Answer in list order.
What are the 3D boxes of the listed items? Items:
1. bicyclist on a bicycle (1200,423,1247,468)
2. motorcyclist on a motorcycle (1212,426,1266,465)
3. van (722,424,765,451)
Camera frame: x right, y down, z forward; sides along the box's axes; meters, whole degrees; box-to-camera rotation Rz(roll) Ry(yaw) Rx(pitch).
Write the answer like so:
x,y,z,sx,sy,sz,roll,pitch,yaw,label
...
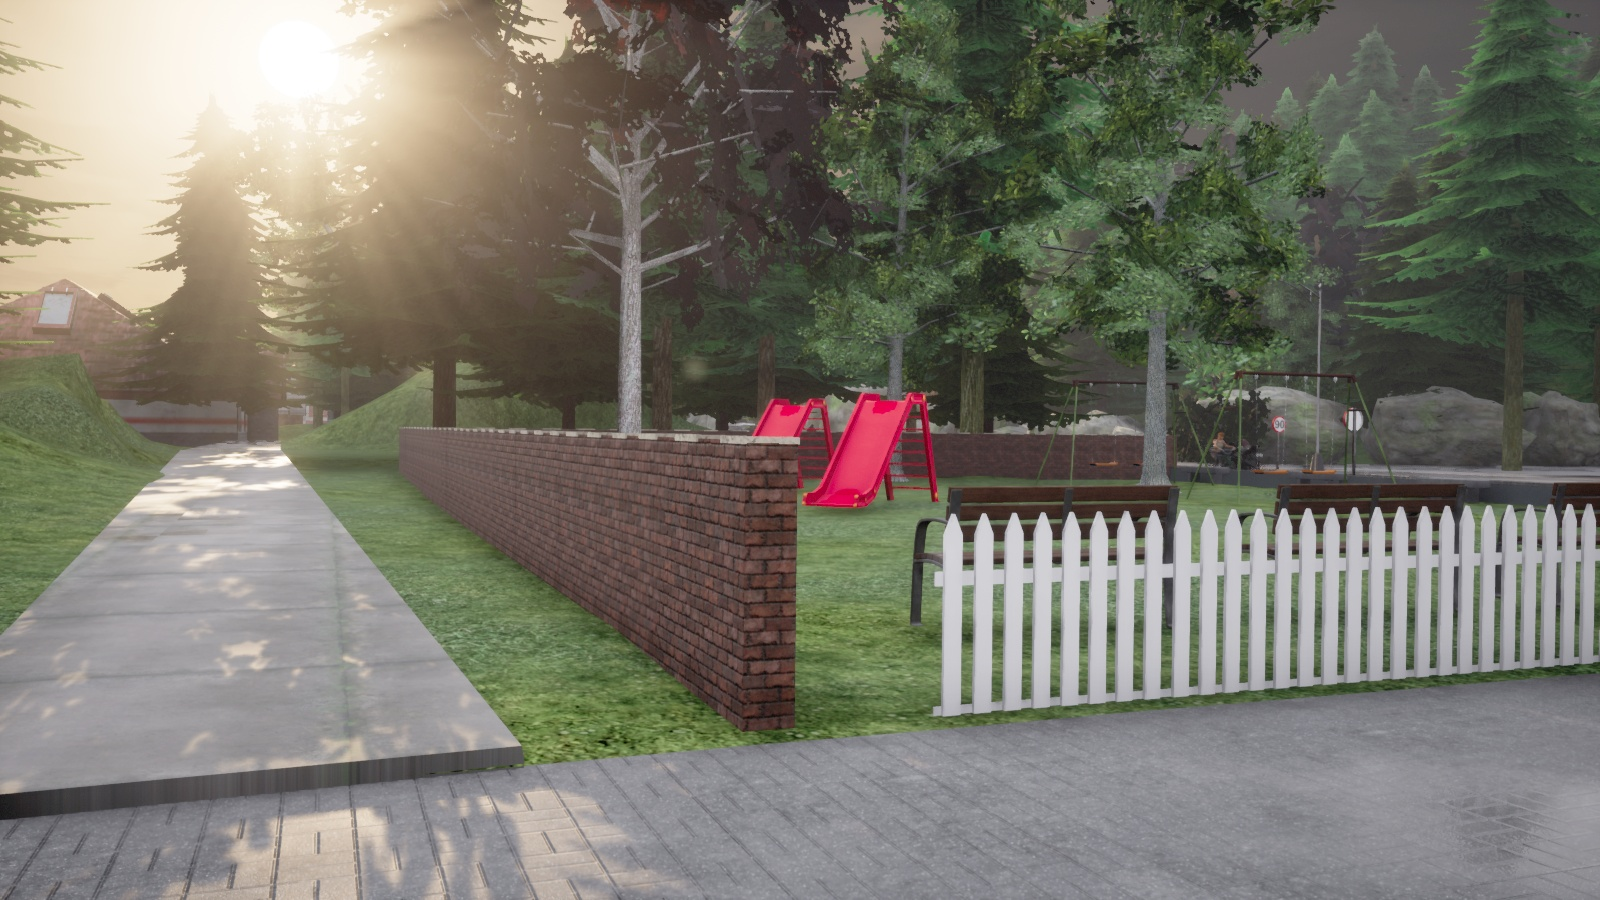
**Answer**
x,y,z,sx,sy,sz,roll,pitch,yaw,label
15.424,-0.177,45.762,0.866,1.612,1.509,-1,1,-21,bicyclist on a bicycle
17.762,-0.186,50.851,0.866,1.530,2.191,-1,1,-21,motorcyclist on a motorcycle
-4.425,-1.026,97.987,2.069,2.038,4.480,-1,1,-21,van
